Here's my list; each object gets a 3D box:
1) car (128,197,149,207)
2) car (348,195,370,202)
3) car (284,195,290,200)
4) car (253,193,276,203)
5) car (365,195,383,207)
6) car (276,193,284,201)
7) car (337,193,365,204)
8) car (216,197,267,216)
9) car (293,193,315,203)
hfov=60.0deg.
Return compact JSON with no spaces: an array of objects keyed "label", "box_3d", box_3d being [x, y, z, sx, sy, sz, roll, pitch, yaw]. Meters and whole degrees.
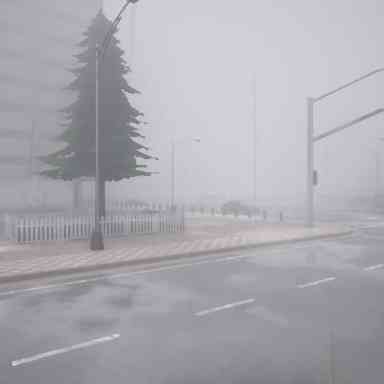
[{"label":"car","box_3d":[-8.446,1.524,51.743,1.812,1.442,4.674,0,0,-35]},{"label":"car","box_3d":[37.185,1.359,74.060,1.784,1.438,3.905,0,0,-36]},{"label":"car","box_3d":[21.513,1.149,81.445,1.932,1.855,4.605,0,0,-36]},{"label":"car","box_3d":[17.006,1.392,78.158,1.970,1.475,3.806,0,0,-36]},{"label":"car","box_3d":[26.683,1.150,45.101,1.932,1.855,4.605,0,0,-36]},{"label":"car","box_3d":[19.361,1.360,79.842,1.784,1.438,3.905,0,0,-36]},{"label":"car","box_3d":[34.792,1.149,72.427,1.932,1.855,4.605,0,0,-36]},{"label":"car","box_3d":[4.840,1.524,33.283,1.812,1.442,4.674,0,0,-36]},{"label":"car","box_3d":[21.103,1.392,62.520,1.970,1.475,3.806,0,0,-36]}]
